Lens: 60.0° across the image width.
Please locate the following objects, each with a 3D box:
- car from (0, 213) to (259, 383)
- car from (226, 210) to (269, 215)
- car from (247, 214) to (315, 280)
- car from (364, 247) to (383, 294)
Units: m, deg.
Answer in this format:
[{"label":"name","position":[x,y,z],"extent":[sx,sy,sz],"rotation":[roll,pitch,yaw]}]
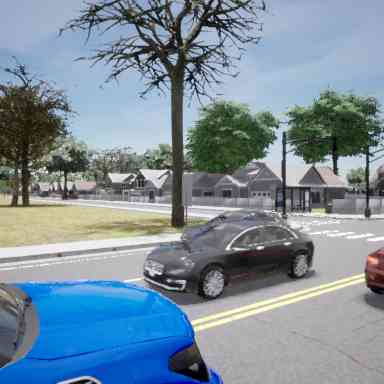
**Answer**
[{"label":"car","position":[-2.406,1.221,1.725],"extent":[5.566,2.045,2.150],"rotation":[0,0,-36]},{"label":"car","position":[1.825,1.506,12.945],"extent":[4.892,1.490,1.837],"rotation":[1,0,-35]},{"label":"car","position":[1.133,1.506,8.469],"extent":[4.892,1.490,1.837],"rotation":[1,0,-35]},{"label":"car","position":[5.670,1.525,7.459],"extent":[4.674,1.442,1.812],"rotation":[0,0,-36]}]
